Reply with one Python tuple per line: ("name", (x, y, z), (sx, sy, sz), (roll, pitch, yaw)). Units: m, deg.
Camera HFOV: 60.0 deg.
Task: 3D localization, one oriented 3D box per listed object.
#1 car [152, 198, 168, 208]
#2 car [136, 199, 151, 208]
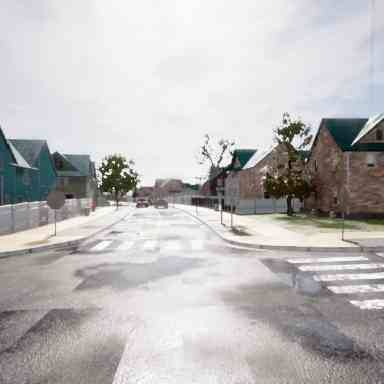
("car", (-4.853, 1.784, 52.369), (1.837, 1.490, 4.892), (0, -1, -11))
("car", (-8.388, 1.846, 55.946), (1.812, 1.442, 4.674), (0, -1, -11))
